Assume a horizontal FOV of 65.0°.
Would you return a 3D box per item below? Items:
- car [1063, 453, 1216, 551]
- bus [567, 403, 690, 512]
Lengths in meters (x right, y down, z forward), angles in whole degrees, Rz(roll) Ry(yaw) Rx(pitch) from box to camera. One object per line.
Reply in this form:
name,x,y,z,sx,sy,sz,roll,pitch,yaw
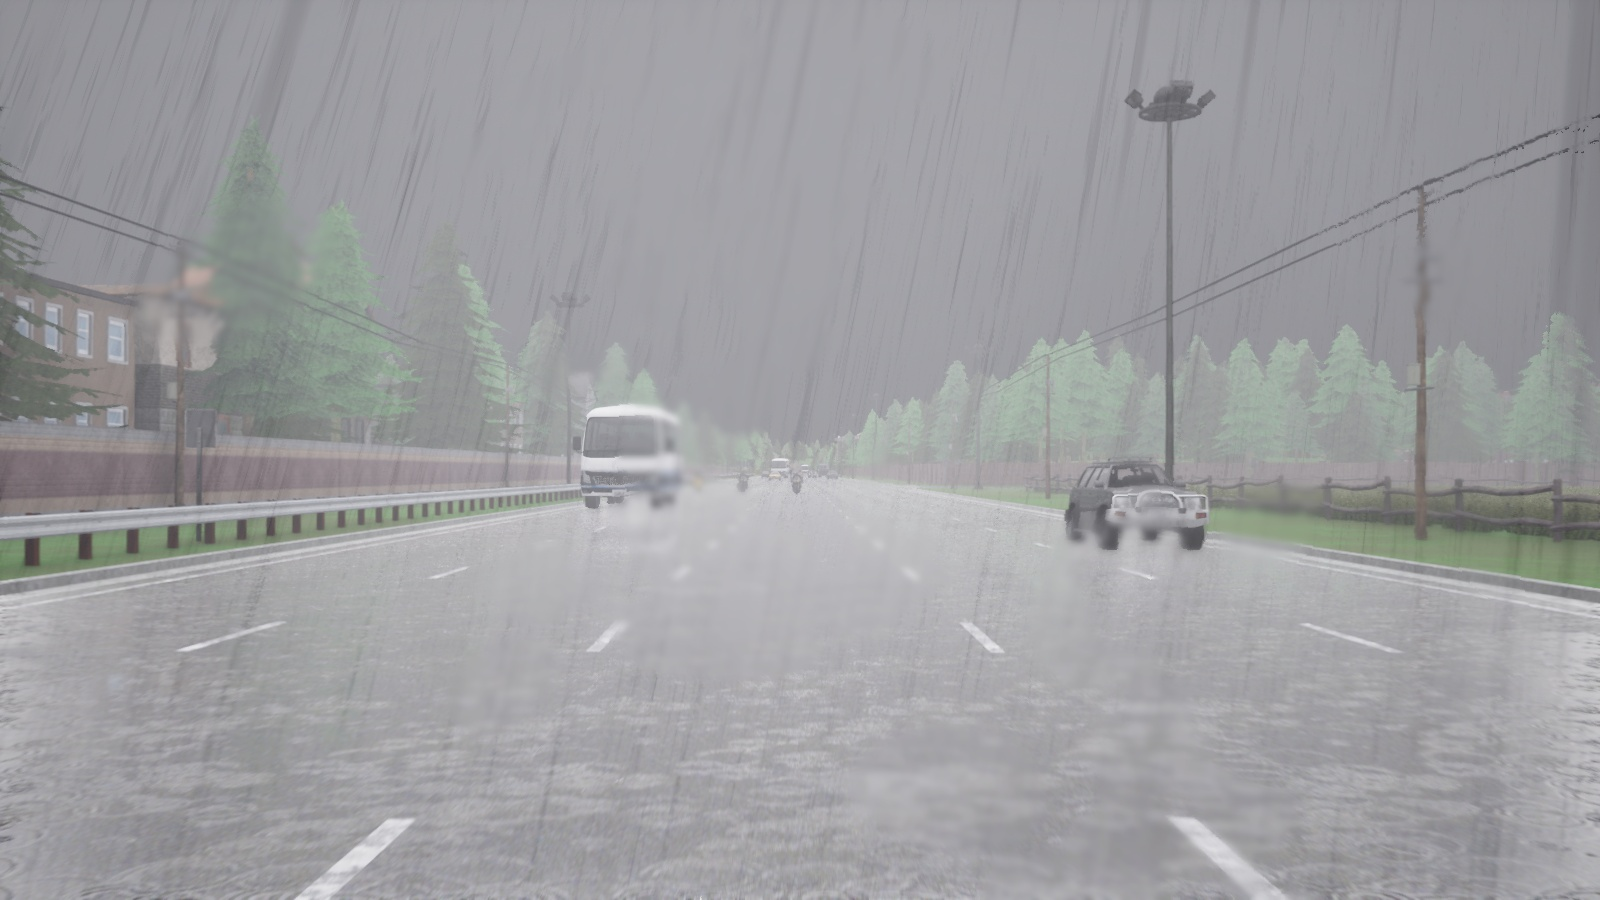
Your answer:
car,6.936,1.043,26.190,1.932,1.855,4.605,0,-1,0
bus,-7.135,0.373,54.150,3.944,4.253,10.273,0,-1,0
